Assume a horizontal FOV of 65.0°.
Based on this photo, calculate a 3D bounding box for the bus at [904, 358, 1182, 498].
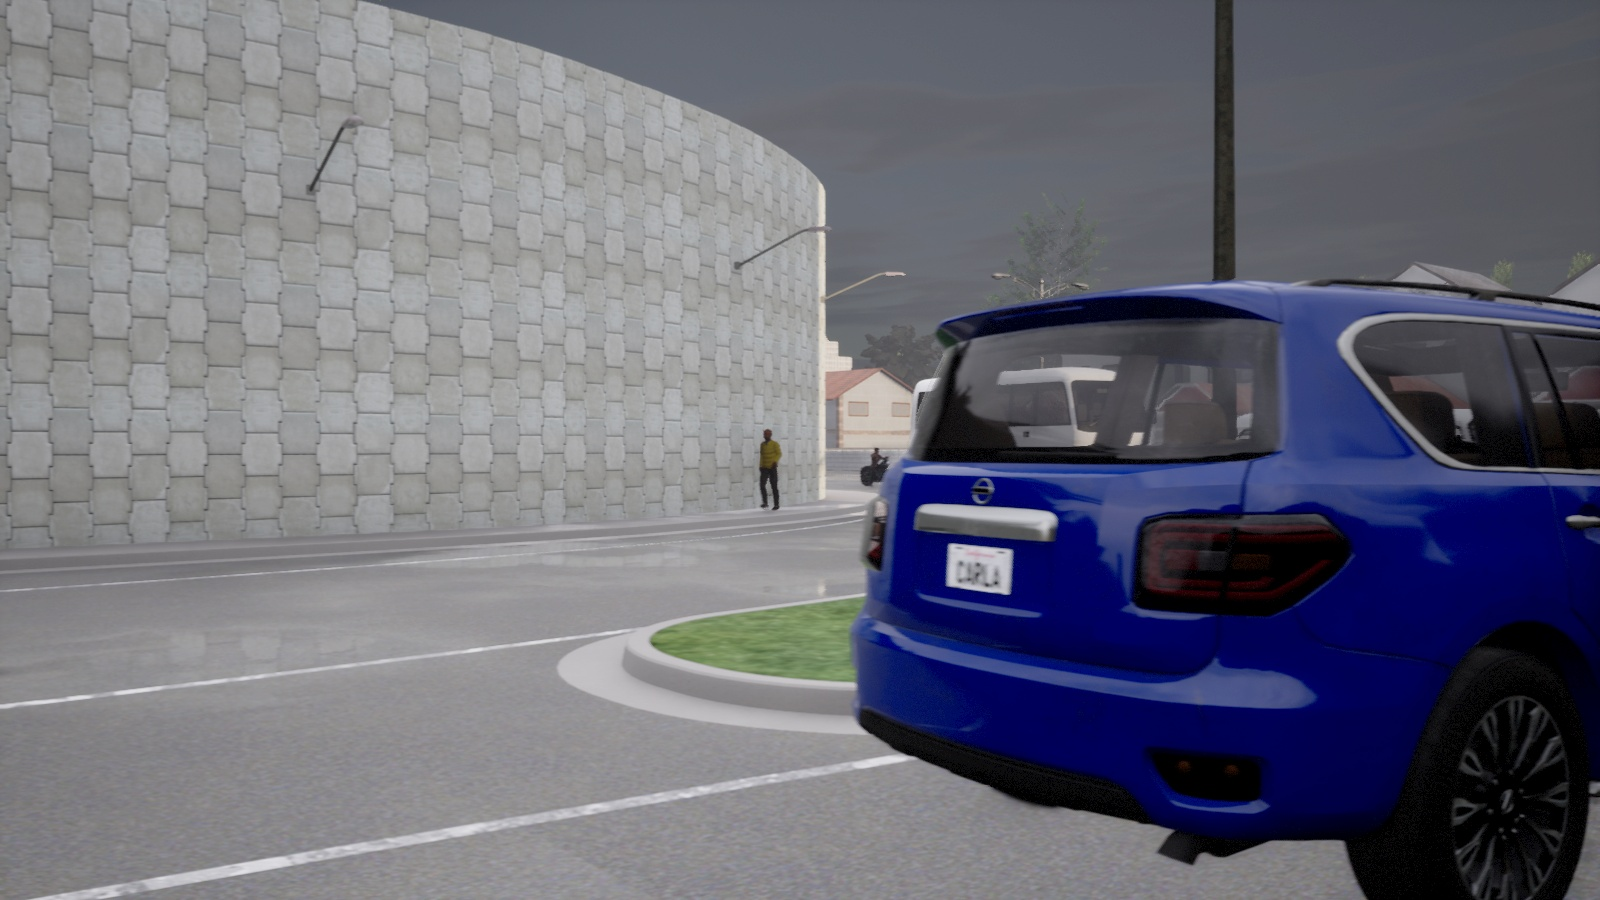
[{"bbox_3d":[8.055,-0.669,43.694,3.944,4.253,10.273,0,0,-28],"label":"bus"}]

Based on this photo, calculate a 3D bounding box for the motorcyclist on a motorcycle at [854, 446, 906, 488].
[{"bbox_3d":[3.257,0.684,51.338,0.766,1.649,2.350,0,0,-37],"label":"motorcyclist on a motorcycle"}]

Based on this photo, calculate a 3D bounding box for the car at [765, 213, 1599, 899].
[{"bbox_3d":[2.800,0.450,5.370,5.566,2.045,2.150,0,0,-32],"label":"car"}]

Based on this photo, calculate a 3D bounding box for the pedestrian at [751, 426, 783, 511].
[{"bbox_3d":[-0.720,0.407,27.596,0.370,1.835,0.726,0,0,29],"label":"pedestrian"}]
